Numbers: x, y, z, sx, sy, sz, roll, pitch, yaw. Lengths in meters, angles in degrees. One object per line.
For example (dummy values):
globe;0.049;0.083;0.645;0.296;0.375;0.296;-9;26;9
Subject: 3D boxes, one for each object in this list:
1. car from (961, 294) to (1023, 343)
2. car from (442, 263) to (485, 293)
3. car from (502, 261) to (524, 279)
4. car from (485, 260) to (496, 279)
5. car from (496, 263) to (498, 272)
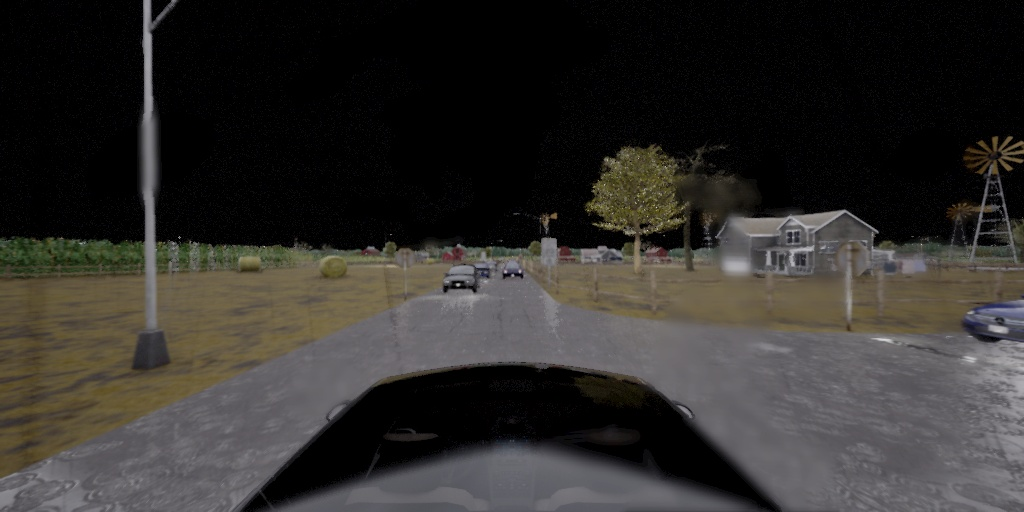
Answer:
car;12.527;1.283;7.473;4.674;1.442;1.812;0;1;1
car;-2.834;1.250;20.931;1.837;1.490;4.892;-1;0;-1
car;0.068;1.349;32.202;1.895;1.301;4.718;-1;0;0
car;-2.878;1.327;32.942;2.033;1.411;5.357;-1;0;0
car;-2.863;1.331;47.492;2.128;1.511;4.902;-1;0;0
